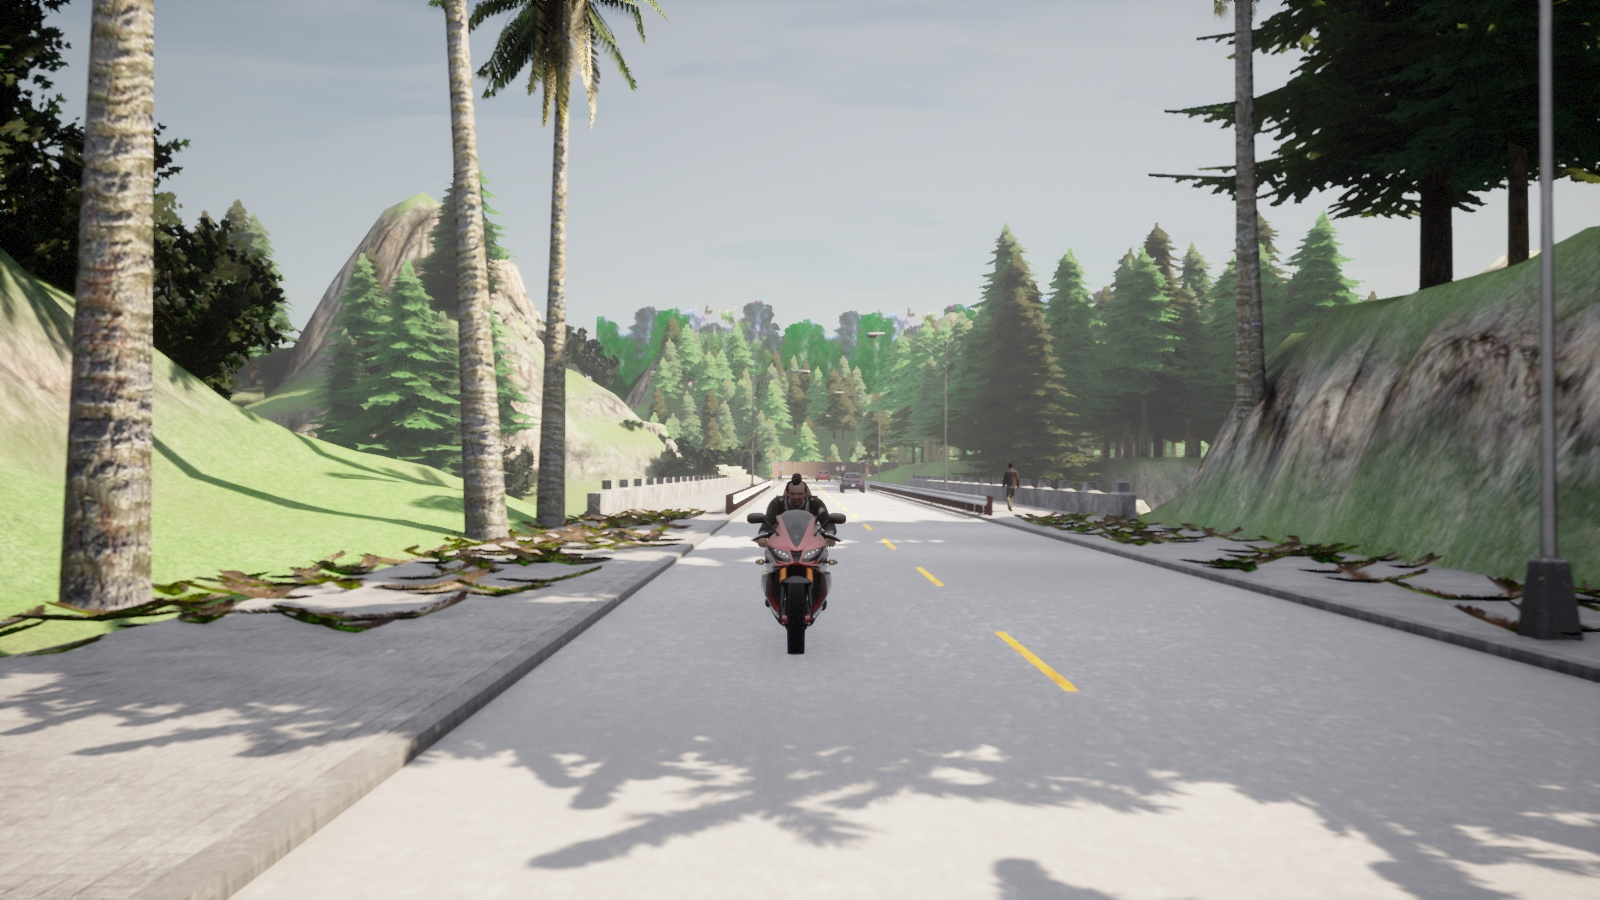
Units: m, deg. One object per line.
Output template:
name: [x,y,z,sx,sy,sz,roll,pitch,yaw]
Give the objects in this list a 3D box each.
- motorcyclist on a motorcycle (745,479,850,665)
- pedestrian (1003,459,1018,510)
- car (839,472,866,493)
motorcyclist on a motorcycle: [-0.025,1.043,11.564,0.866,1.530,2.191,0,-1,0]
pedestrian: [7.729,1.265,46.060,0.431,1.840,0.703,0,-1,0]
car: [3.804,2.351,91.863,1.816,1.474,4.193,0,-1,0]
